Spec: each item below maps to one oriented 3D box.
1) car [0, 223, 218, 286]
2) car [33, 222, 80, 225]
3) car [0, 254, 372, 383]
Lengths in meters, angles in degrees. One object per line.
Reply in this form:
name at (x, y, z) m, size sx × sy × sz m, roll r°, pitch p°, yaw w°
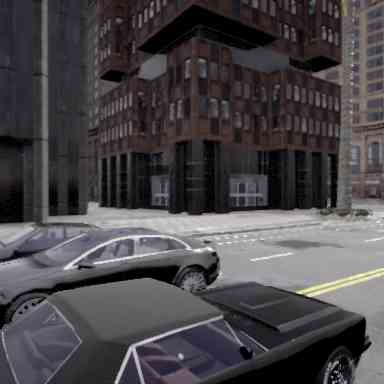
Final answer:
car at (-1.641, 1.491, 6.508) m, size 4.902 × 1.511 × 2.128 m, roll 0°, pitch 0°, yaw -36°
car at (-3.754, 1.547, 8.992) m, size 5.357 × 1.411 × 2.033 m, roll 0°, pitch 0°, yaw -36°
car at (-0.250, 1.601, 3.261) m, size 4.718 × 1.301 × 1.895 m, roll 0°, pitch 0°, yaw -36°
